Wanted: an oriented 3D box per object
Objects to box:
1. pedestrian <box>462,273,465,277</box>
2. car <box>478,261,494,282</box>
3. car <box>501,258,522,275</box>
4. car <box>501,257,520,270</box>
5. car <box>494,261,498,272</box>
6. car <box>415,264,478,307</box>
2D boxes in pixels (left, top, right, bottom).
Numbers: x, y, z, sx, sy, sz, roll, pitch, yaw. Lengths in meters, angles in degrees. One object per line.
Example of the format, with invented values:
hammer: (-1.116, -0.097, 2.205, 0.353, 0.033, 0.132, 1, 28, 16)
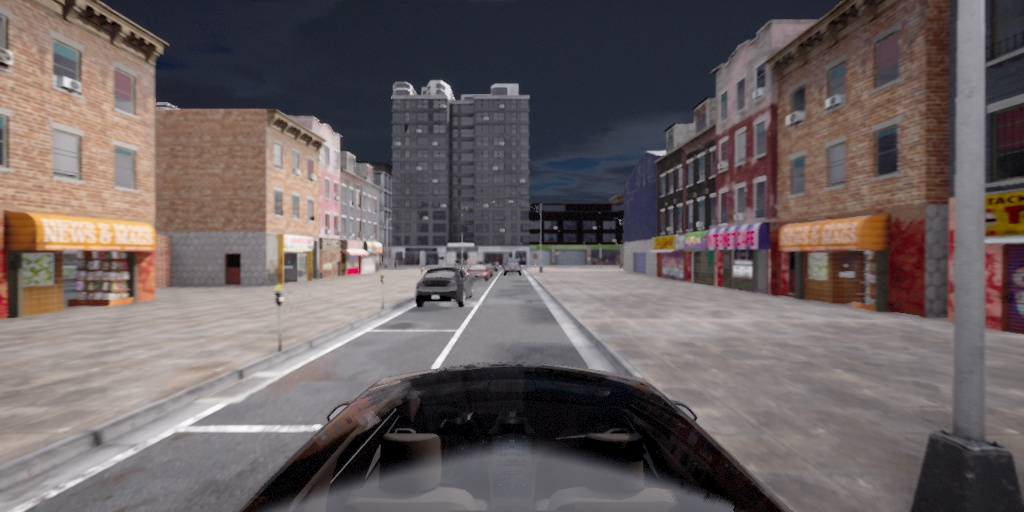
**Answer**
pedestrian: (-2.482, 1.019, 18.252, 0.375, 1.860, 0.375, 0, 0, 0)
car: (-2.634, 1.291, 28.672, 1.802, 1.307, 4.207, 0, 0, 0)
car: (0.075, 1.241, 38.178, 2.033, 1.411, 5.357, 0, 0, 0)
car: (-0.220, 1.027, 51.315, 2.097, 1.767, 4.553, 0, 0, -8)
car: (-2.633, 1.266, 34.124, 1.948, 1.339, 4.313, 0, 0, 0)
car: (-2.748, 1.235, 15.309, 1.837, 1.490, 4.892, 0, 0, 0)
